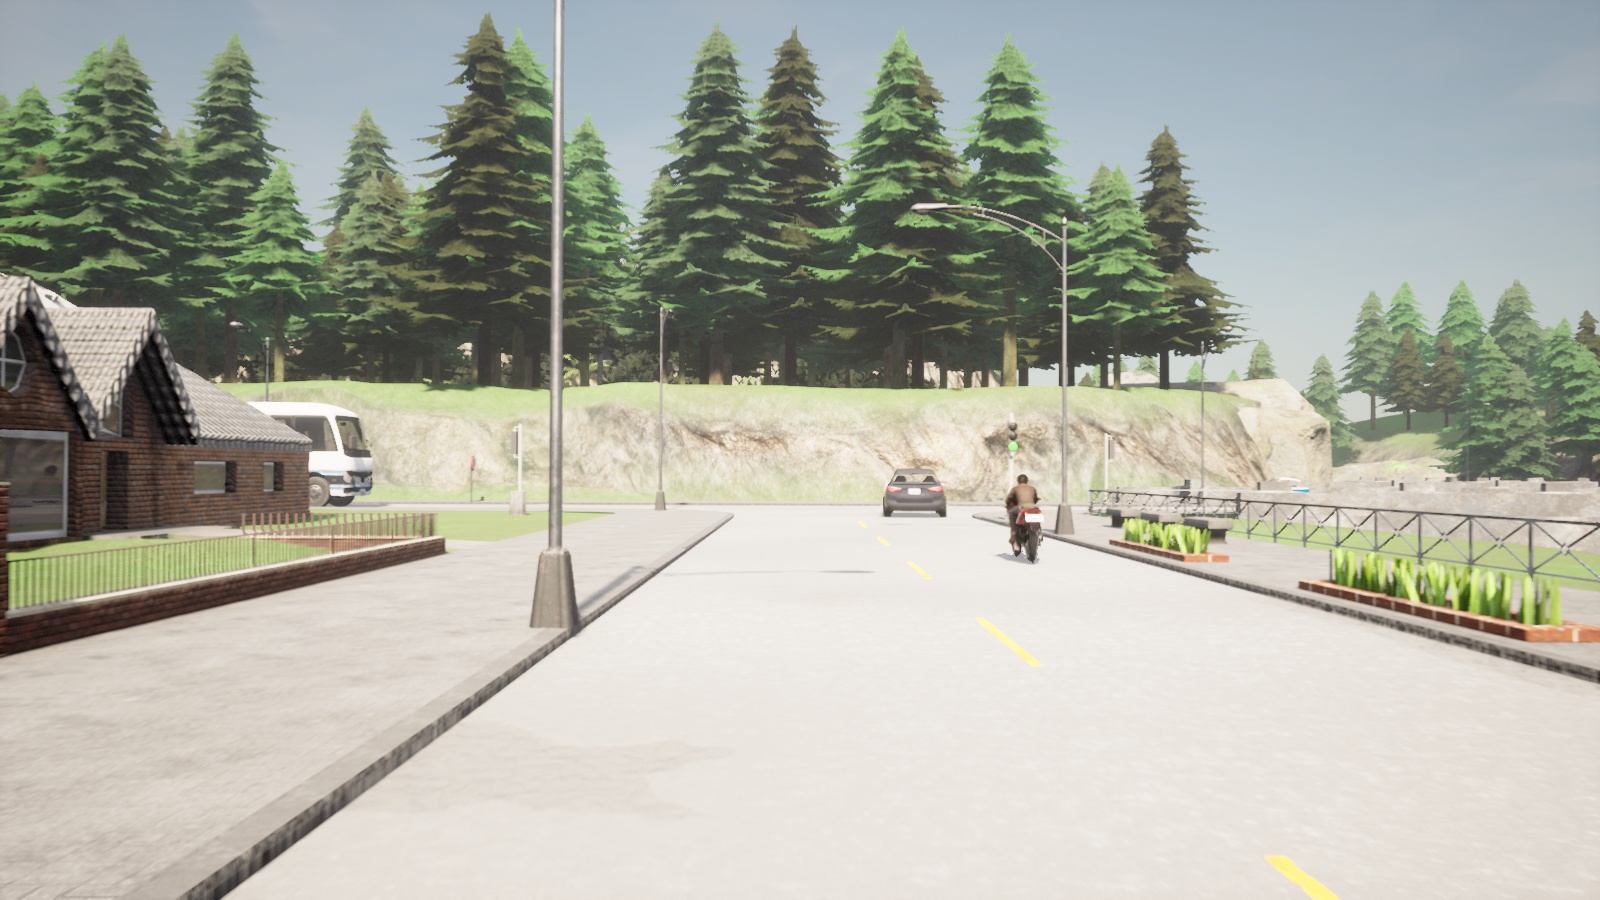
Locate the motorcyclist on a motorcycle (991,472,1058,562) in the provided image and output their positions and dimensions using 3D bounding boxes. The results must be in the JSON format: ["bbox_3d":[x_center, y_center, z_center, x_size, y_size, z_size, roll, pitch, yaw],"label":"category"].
[{"bbox_3d":[3.948,1.153,22.245,0.797,1.523,2.044,0,-1,0],"label":"motorcyclist on a motorcycle"}]

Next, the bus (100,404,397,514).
[{"bbox_3d":[-22.054,0.376,50.769,10.273,4.253,3.944,0,-1,0],"label":"bus"}]

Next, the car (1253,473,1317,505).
[{"bbox_3d":[21.147,1.703,54.841,2.207,1.376,1.481,0,-1,0],"label":"car"}]

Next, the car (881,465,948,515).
[{"bbox_3d":[4.126,1.393,44.864,2.242,1.667,4.611,-1,-1,6],"label":"car"}]
